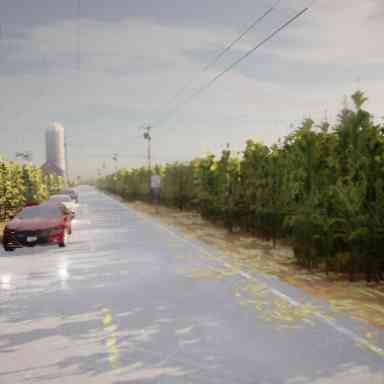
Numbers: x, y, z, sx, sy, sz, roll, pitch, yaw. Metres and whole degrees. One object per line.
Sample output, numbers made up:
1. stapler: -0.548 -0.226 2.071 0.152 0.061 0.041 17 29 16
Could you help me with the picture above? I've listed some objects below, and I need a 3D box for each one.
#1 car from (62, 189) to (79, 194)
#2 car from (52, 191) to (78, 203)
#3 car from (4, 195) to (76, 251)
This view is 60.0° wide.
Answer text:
1. car: -13.699 0.477 36.826 1.837 1.490 4.892 -2 3 -18
2. car: -8.813 0.923 22.177 1.812 1.442 4.674 -2 3 -18
3. car: -5.784 1.144 12.929 1.882 1.535 5.008 -2 2 -16
